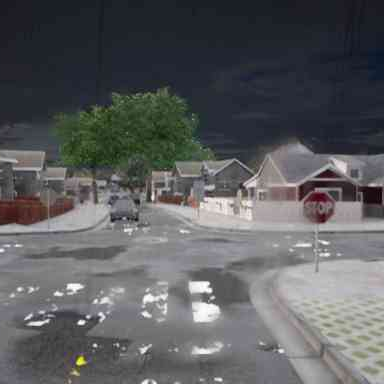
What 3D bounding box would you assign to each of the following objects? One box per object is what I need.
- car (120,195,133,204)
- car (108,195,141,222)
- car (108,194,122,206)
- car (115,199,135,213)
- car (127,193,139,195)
[{"bbox_3d":[-13.080,1.454,65.940,2.128,1.511,4.902,0,0,-16],"label":"car"},{"bbox_3d":[-5.284,1.346,26.235,2.097,1.767,4.553,0,0,-10],"label":"car"},{"bbox_3d":[-13.193,1.334,56.857,2.097,1.767,4.553,0,0,-17],"label":"car"},{"bbox_3d":[-7.704,1.537,38.053,2.033,1.411,5.357,0,0,-14],"label":"car"},{"bbox_3d":[-10.037,1.186,56.042,2.150,2.045,5.566,0,0,-17],"label":"car"}]
